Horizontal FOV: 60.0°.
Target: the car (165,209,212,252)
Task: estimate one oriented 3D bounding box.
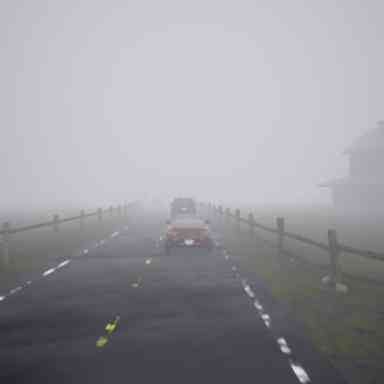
[{"bbox_3d":[-0.164,1.669,14.431,1.812,1.442,4.674,0,0,-1],"label":"car"}]

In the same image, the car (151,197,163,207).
[{"bbox_3d":[-7.245,1.942,67.983,2.150,2.045,5.566,0,-1,-8],"label":"car"}]

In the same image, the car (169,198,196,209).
[{"bbox_3d":[-0.771,1.511,29.112,2.150,2.045,5.566,0,0,-3],"label":"car"}]
